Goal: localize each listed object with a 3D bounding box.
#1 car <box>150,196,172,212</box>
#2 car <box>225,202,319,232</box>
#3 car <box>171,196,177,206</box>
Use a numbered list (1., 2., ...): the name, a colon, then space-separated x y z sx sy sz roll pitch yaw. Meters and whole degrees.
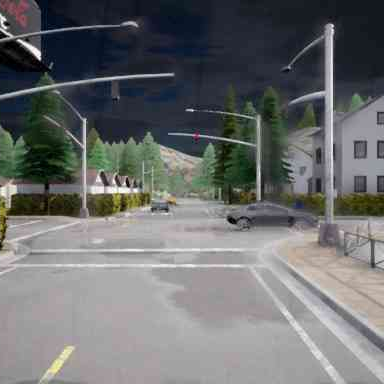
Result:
1. car: -3.595 1.525 38.168 1.812 1.442 4.674 0 0 0
2. car: 4.272 1.307 18.051 4.902 1.511 2.128 0 0 10
3. car: -3.564 1.477 55.014 1.882 1.535 5.008 0 0 1
